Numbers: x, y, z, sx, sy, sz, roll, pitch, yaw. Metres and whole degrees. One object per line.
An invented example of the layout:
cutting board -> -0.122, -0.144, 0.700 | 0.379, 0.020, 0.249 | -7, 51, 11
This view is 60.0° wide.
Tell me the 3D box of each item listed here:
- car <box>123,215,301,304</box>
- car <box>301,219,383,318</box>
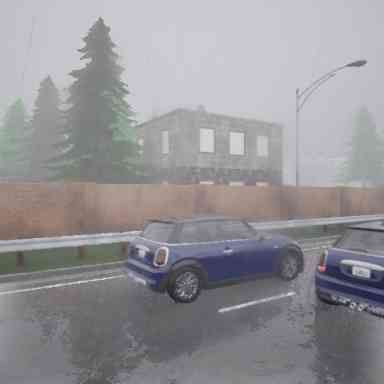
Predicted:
car -> 0.691, 1.351, 8.337 | 4.553, 1.767, 2.097 | 0, 0, -33
car -> 4.603, 1.352, 6.710 | 4.553, 1.767, 2.097 | 0, 0, -33
